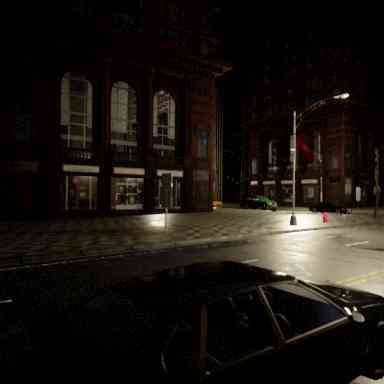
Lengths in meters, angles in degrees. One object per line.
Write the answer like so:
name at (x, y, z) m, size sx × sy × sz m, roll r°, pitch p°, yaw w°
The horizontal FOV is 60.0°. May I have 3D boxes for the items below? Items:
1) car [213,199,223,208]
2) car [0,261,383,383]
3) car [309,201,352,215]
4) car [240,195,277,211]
car at (2.933, 1.801, 53.853) m, size 1.882 × 1.535 × 5.008 m, roll 1°, pitch 0°, yaw -35°
car at (0.415, 1.552, 3.736) m, size 5.357 × 1.411 × 2.033 m, roll 0°, pitch 0°, yaw -36°
car at (15.142, 1.753, 36.604) m, size 1.812 × 1.442 × 4.674 m, roll 1°, pitch -1°, yaw -35°
car at (8.979, 1.497, 45.308) m, size 2.150 × 2.045 × 5.566 m, roll 1°, pitch -1°, yaw -36°
